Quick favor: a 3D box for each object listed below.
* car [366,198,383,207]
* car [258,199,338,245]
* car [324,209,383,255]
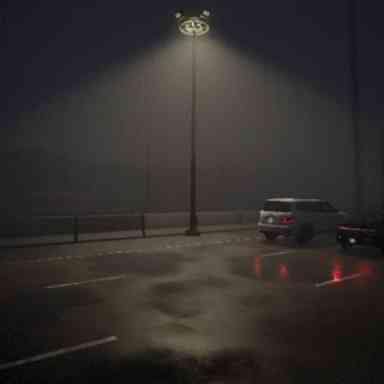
[{"bbox_3d":[36.023,1.986,65.464,4.553,1.767,2.097,1,0,-43],"label":"car"},{"bbox_3d":[5.732,1.350,16.551,5.566,2.045,2.150,0,0,-35],"label":"car"},{"bbox_3d":[7.990,1.628,13.857,4.902,1.511,2.128,1,0,-35],"label":"car"}]
